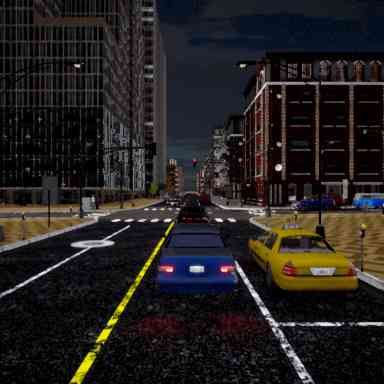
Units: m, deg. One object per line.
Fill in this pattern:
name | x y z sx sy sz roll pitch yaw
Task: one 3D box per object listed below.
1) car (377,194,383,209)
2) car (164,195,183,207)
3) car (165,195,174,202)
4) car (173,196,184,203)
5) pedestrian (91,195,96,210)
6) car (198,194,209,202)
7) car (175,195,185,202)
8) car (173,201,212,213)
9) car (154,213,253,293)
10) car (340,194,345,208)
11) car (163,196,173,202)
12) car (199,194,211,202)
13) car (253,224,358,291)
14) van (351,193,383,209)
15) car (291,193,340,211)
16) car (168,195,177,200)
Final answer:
car | 23.556 1.208 36.668 4.674 1.442 1.812 -1 0 0
car | -2.821 1.494 49.830 2.128 1.511 4.902 0 0 -1
car | -5.330 1.551 80.263 1.887 1.381 4.507 0 0 0
car | -2.762 1.568 69.073 1.994 1.385 4.181 0 0 0
pedestrian | -12.355 1.271 41.673 0.375 1.860 0.375 0 1 -1
car | 2.551 1.320 74.671 2.192 1.841 5.009 0 0 0
car | -2.765 1.531 79.347 2.128 1.511 4.902 0 0 0
car | 0.080 1.505 18.728 1.837 1.490 4.892 0 0 0
car | 0.095 1.547 8.987 2.033 1.411 5.357 0 0 0
car | 15.307 1.095 39.032 5.009 1.841 2.192 -1 1 -1
car | -5.329 1.556 74.670 2.008 1.369 4.403 0 0 0
car | 2.553 1.319 63.485 2.192 1.841 5.009 0 0 0
car | 2.563 1.525 8.838 1.752 1.417 4.829 0 0 0
van | 20.963 1.050 39.092 3.998 1.788 1.690 -1 1 -1
car | 13.280 1.162 36.530 4.553 1.767 2.097 -1 0 -1
car | -5.331 1.559 91.449 2.008 1.369 4.403 0 0 0
